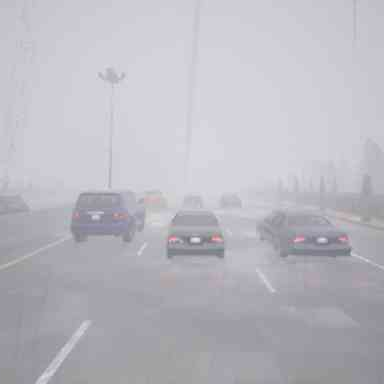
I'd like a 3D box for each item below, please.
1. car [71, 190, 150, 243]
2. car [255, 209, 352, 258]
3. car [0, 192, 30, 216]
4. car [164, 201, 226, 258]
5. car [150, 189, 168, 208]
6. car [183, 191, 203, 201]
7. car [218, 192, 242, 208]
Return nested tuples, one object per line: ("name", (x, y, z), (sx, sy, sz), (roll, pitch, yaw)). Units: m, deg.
("car", (-3.400, 0.899, 14.420), (2.150, 2.045, 5.566), (0, 2, 0))
("car", (3.601, 1.306, 11.723), (2.033, 1.411, 5.357), (0, 2, 0))
("car", (-10.598, 0.931, 17.707), (2.097, 1.767, 4.553), (0, 2, 0))
("car", (0.100, 1.305, 11.746), (2.033, 1.411, 5.357), (0, 2, 0))
("car", (-3.400, 0.528, 31.182), (2.097, 1.767, 4.553), (0, 2, 0))
("car", (0.100, 0.660, 32.567), (1.812, 1.442, 4.674), (0, 2, 0))
("car", (3.600, 0.709, 32.218), (1.994, 1.385, 4.181), (0, 2, 0))
